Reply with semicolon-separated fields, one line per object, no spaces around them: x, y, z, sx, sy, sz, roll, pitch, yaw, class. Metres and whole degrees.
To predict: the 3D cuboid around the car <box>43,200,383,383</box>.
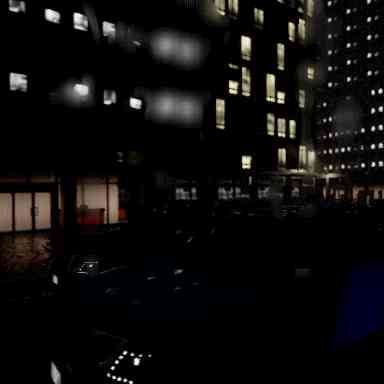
1.082;1.215;4.459;5.566;2.045;2.150;0;0;-36;car

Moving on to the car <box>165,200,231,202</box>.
-0.185;1.213;7.548;5.566;2.045;2.150;0;0;-35;car
